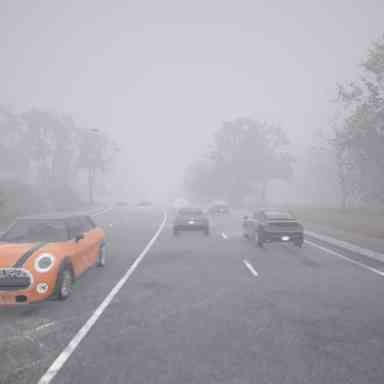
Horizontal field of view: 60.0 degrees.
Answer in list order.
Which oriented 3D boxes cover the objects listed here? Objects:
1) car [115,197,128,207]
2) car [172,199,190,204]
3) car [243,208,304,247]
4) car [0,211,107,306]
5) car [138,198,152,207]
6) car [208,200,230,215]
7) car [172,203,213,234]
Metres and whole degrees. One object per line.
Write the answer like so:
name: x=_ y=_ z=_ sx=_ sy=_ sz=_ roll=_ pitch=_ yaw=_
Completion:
car: x=-11.057 y=1.525 z=52.147 sx=1.812 sy=1.442 sz=4.674 roll=0 pitch=0 yaw=-13
car: x=-1.207 y=1.534 z=37.021 sx=1.812 sy=1.442 sz=4.674 roll=0 pitch=0 yaw=-6
car: x=3.518 y=1.508 z=15.053 sx=1.837 sy=1.490 sz=4.892 roll=0 pitch=0 yaw=-1
car: x=-3.633 y=1.354 z=8.276 sx=2.097 sy=1.767 sz=4.553 roll=0 pitch=0 yaw=0
car: x=-7.362 y=1.570 z=51.694 sx=1.994 sy=1.385 sz=4.181 roll=0 pitch=0 yaw=-12
car: x=2.614 y=1.535 z=33.815 sx=1.812 sy=1.442 sz=4.674 roll=0 pitch=0 yaw=-5
car: x=-0.086 y=1.568 z=19.460 sx=1.994 sy=1.385 sz=4.181 roll=0 pitch=0 yaw=-1
